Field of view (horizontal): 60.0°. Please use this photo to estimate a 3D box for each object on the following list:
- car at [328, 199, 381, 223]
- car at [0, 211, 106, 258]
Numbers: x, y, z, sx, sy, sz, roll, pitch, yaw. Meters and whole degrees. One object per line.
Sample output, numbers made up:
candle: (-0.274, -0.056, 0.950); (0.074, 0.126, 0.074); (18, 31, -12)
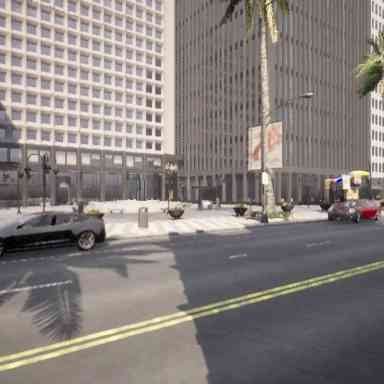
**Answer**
car: (12.264, 1.328, 25.046); (4.553, 1.767, 2.185); (0, 0, -36)
car: (-5.633, 1.484, 12.369); (4.786, 1.482, 2.161); (0, 0, -36)
